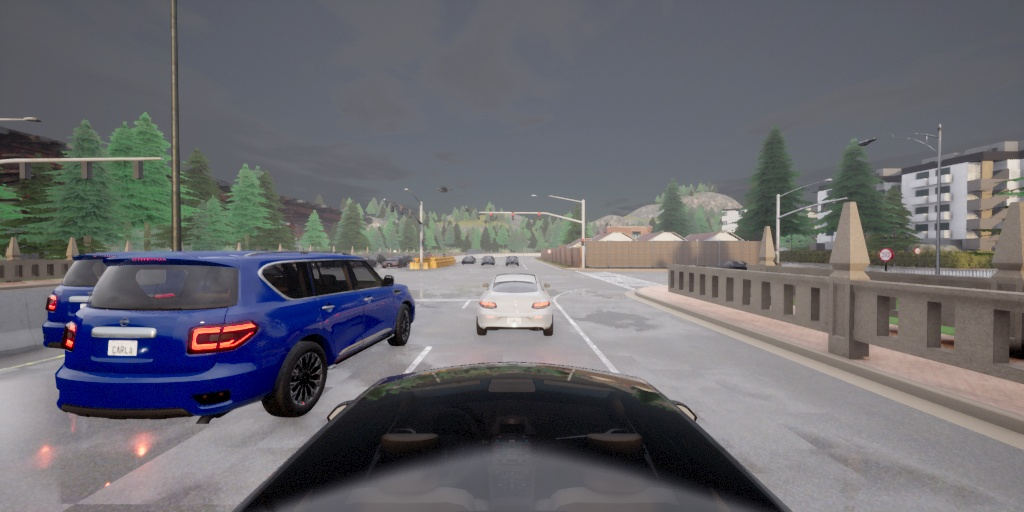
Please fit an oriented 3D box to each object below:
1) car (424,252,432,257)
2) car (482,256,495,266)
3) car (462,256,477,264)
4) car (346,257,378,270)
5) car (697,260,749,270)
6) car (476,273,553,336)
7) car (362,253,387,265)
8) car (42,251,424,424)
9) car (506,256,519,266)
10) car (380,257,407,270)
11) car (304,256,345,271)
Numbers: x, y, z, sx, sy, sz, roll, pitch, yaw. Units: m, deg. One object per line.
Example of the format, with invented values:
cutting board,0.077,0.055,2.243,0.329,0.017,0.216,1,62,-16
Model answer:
car,-14.144,0.562,56.610,2.128,1.511,4.902,0,1,0
car,-3.455,0.665,52.931,2.033,1.411,5.357,0,1,0
car,-6.960,0.605,58.901,1.994,1.385,4.181,0,1,0
car,-17.641,0.818,42.371,1.994,1.385,4.181,0,1,0
car,18.037,1.014,29.982,4.718,1.301,1.895,0,1,2
car,0.110,1.195,9.993,1.812,1.442,4.674,0,1,2
car,-21.142,0.441,55.198,2.097,1.767,4.553,0,1,0
car,-3.487,0.934,6.073,2.150,2.045,5.566,0,1,4
car,0.045,0.665,52.940,2.033,1.411,5.357,0,1,0
car,-13.991,0.815,42.588,1.994,1.385,4.181,0,1,-3
car,-21.139,0.767,40.680,2.128,1.511,4.902,0,1,0
